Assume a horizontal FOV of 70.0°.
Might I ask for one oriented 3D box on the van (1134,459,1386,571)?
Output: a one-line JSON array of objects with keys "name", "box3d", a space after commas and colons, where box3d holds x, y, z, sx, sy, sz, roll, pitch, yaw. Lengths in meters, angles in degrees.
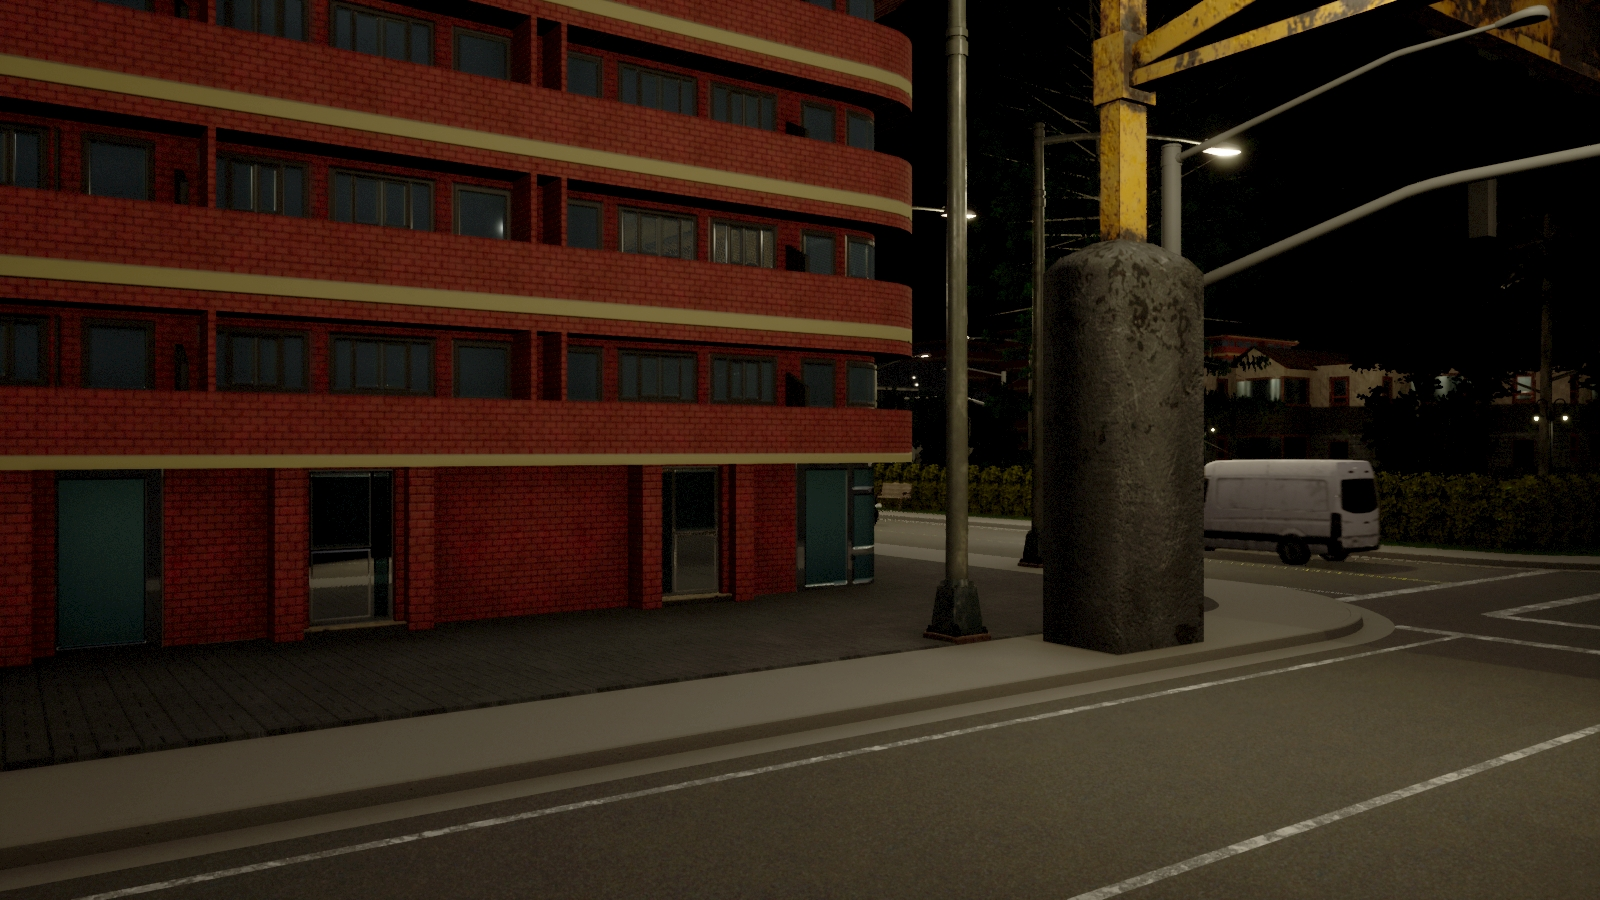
[{"name": "van", "box3d": [11.691, 1.522, 29.520, 1.988, 2.561, 5.915, 0, 0, -35]}]
